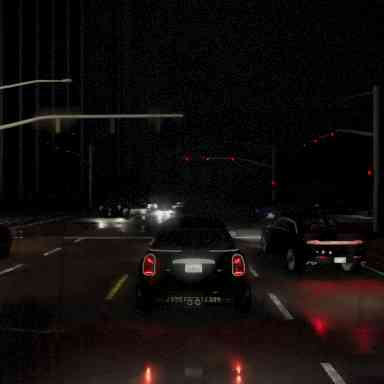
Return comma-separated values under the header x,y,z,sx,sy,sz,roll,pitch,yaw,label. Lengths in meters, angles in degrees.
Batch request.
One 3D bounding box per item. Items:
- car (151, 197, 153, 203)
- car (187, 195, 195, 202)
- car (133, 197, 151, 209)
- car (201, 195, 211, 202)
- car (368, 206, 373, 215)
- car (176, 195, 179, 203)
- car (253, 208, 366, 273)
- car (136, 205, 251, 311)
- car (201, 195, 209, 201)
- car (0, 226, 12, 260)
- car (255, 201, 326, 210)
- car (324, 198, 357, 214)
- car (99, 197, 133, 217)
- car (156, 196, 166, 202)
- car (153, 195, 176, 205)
x,y,z,sx,sy,sz,roll,pitch,yaw,label
-7.185,1.601,61.324,1.895,1.301,4.718,0,0,0,car
-0.147,1.478,77.845,1.882,1.535,5.008,0,0,0,car
-7.185,1.526,45.592,1.812,1.442,4.674,0,0,0,car
3.353,1.500,77.829,1.837,1.490,4.892,0,0,0,car
19.117,1.560,31.129,4.892,1.490,1.837,0,0,0,car
-3.692,1.506,55.417,1.837,1.490,4.892,0,0,0,car
3.599,1.492,10.741,2.128,1.511,4.902,0,0,-3,car
0.042,1.352,7.931,2.097,1.767,4.553,0,0,0,car
3.334,1.478,87.928,1.882,1.535,5.008,0,0,0,car
-7.118,1.526,9.708,1.812,1.442,4.674,0,0,0,car
7.787,1.578,27.435,5.357,1.411,2.033,0,0,9,car
14.606,1.407,34.682,4.553,1.767,2.097,0,0,2,car
-7.160,1.384,31.005,2.097,1.767,4.553,0,0,0,car
-7.144,1.592,76.423,1.895,1.301,4.718,0,0,0,car
-3.472,1.496,42.312,2.128,1.511,4.902,0,0,-3,car
